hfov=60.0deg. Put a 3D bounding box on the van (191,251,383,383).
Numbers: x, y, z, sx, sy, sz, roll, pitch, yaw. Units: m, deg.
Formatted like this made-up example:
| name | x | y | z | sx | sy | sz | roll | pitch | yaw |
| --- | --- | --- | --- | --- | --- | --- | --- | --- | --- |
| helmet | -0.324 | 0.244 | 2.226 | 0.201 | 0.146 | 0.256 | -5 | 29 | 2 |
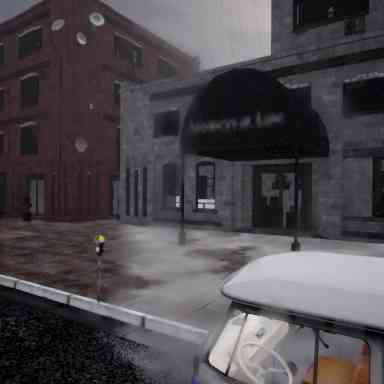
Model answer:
| name | x | y | z | sx | sy | sz | roll | pitch | yaw |
| --- | --- | --- | --- | --- | --- | --- | --- | --- | --- |
| van | 1.797 | 1.341 | 1.622 | 3.998 | 1.788 | 1.690 | 0 | 1 | 34 |
